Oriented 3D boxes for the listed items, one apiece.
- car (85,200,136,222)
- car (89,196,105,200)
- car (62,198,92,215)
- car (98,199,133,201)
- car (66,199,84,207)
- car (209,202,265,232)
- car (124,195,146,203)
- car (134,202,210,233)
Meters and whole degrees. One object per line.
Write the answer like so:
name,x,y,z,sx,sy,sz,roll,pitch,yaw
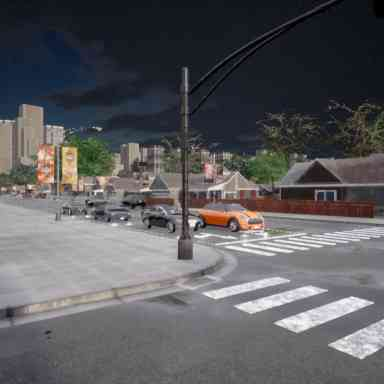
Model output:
car,-7.092,1.710,28.556,2.033,1.411,5.357,0,0,-36
car,-14.496,1.769,50.528,1.882,1.535,5.008,0,0,-35
car,-13.105,1.730,37.033,1.837,1.490,4.892,0,0,-35
car,-8.460,1.767,36.107,1.994,1.385,4.181,0,0,-35
car,-21.141,1.956,59.872,1.895,1.301,4.718,0,0,-35
car,2.366,1.440,20.911,2.097,1.767,4.553,0,0,-36
car,-8.596,1.469,47.843,2.150,2.045,5.566,0,-2,-34
car,-1.377,1.592,20.540,2.128,1.511,4.902,0,0,-35
